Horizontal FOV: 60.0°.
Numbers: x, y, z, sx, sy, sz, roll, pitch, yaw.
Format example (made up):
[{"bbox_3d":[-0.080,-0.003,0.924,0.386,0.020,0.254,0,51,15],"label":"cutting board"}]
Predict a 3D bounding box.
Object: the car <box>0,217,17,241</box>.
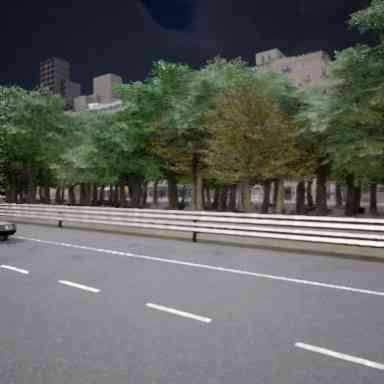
[{"bbox_3d":[-10.245,1.603,15.499,4.718,1.301,1.895,0,0,36],"label":"car"}]
